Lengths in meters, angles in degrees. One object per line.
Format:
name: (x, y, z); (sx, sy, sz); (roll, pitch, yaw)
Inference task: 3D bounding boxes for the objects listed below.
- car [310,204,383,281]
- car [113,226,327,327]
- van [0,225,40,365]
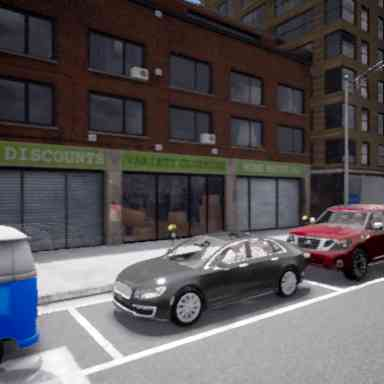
car: (4.999, 1.325, 10.100); (5.009, 1.841, 2.192); (0, 0, -35)
car: (0.562, 1.555, 6.934); (4.403, 1.369, 2.008); (0, 0, -35)
van: (-3.876, 1.340, 3.770); (3.998, 1.788, 1.690); (0, 0, -35)
